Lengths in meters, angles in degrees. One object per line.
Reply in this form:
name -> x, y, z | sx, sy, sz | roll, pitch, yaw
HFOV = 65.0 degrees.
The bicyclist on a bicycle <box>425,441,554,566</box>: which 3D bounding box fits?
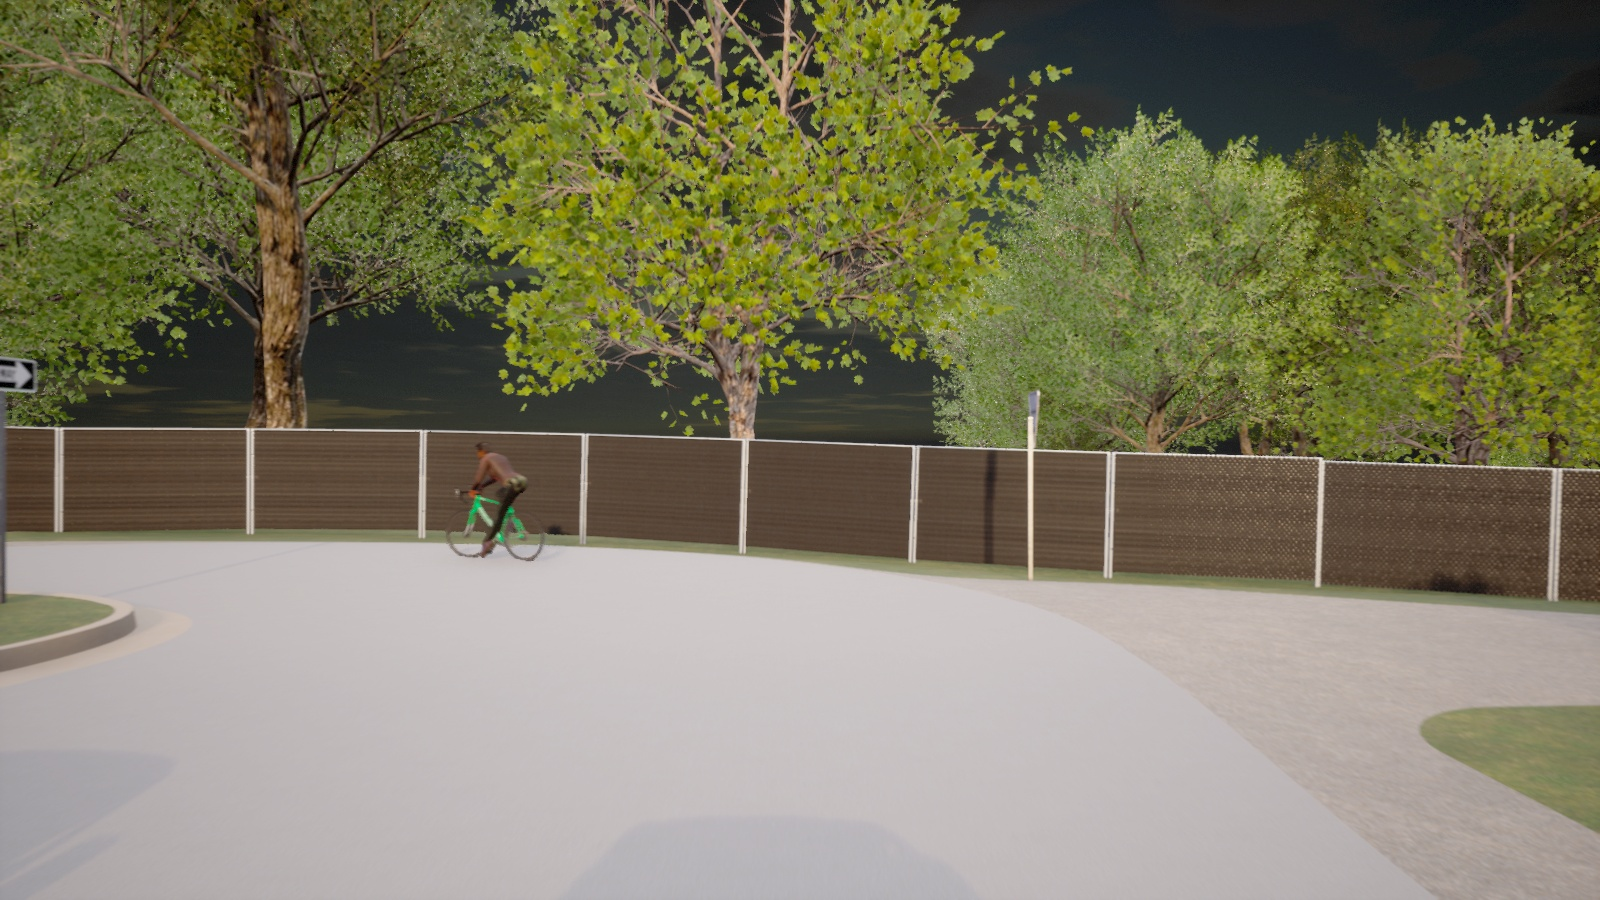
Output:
bicyclist on a bicycle -> -4.217, 0.699, 17.053 | 1.656, 1.620, 0.582 | 0, 3, 25
